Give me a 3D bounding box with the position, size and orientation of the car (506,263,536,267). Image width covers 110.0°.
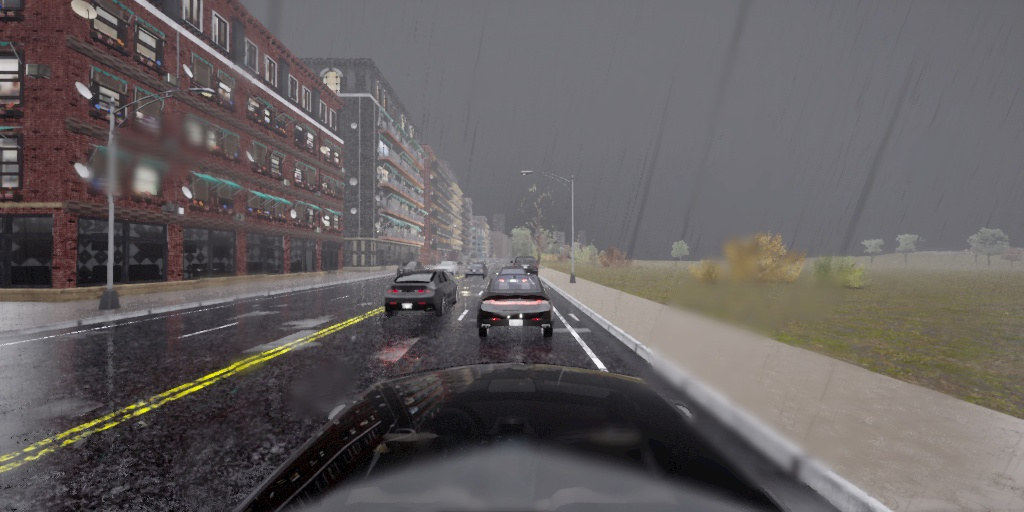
[{"bbox_3d":[0.049,1.300,20.689,2.033,1.411,5.357,0,0,0],"label":"car"}]

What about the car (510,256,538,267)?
[{"bbox_3d":[1.052,0.979,30.902,2.150,2.045,5.566,0,0,0],"label":"car"}]

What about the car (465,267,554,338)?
[{"bbox_3d":[0.076,1.243,10.249,2.128,1.511,4.902,0,0,0],"label":"car"}]

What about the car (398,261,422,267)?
[{"bbox_3d":[-9.950,1.258,35.382,1.837,1.490,4.892,0,0,0],"label":"car"}]

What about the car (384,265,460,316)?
[{"bbox_3d":[-3.184,1.257,13.286,1.837,1.490,4.892,0,0,0],"label":"car"}]

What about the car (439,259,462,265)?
[{"bbox_3d":[-6.716,1.279,37.087,1.812,1.442,4.674,0,0,0],"label":"car"}]

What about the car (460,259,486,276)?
[{"bbox_3d":[-3.247,1.301,33.334,2.033,1.411,5.357,0,0,0],"label":"car"}]
